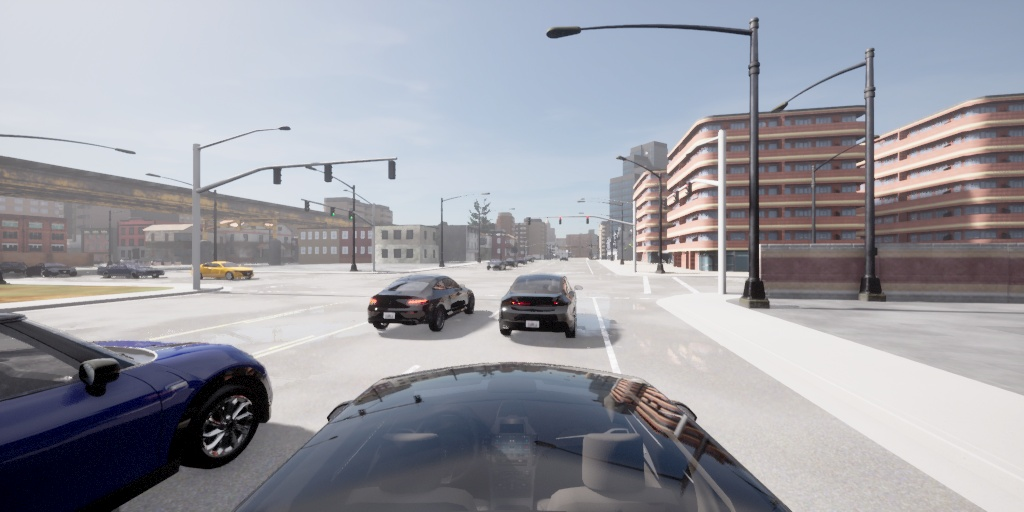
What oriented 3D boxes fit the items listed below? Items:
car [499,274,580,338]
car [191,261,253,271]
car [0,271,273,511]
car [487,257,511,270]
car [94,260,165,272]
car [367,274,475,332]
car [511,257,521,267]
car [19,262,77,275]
[{"bbox_3d":[0.907,1.255,10.284,1.837,1.490,4.892,0,0,11],"label":"car"},{"bbox_3d":[-24.605,1.228,30.554,5.008,1.535,1.882,0,0,10],"label":"car"},{"bbox_3d":[-3.858,1.102,2.146,2.097,1.767,4.553,0,0,6],"label":"car"},{"bbox_3d":[-2.042,1.106,48.061,2.128,1.511,4.902,0,1,11],"label":"car"},{"bbox_3d":[-34.263,1.297,32.185,5.357,1.411,2.033,0,0,9],"label":"car"},{"bbox_3d":[-2.539,1.276,10.924,1.812,1.442,4.674,0,0,11],"label":"car"},{"bbox_3d":[-0.245,0.957,57.338,1.882,1.535,5.008,0,1,11],"label":"car"},{"bbox_3d":[-43.983,1.314,34.216,4.181,1.385,1.994,0,0,15],"label":"car"}]
